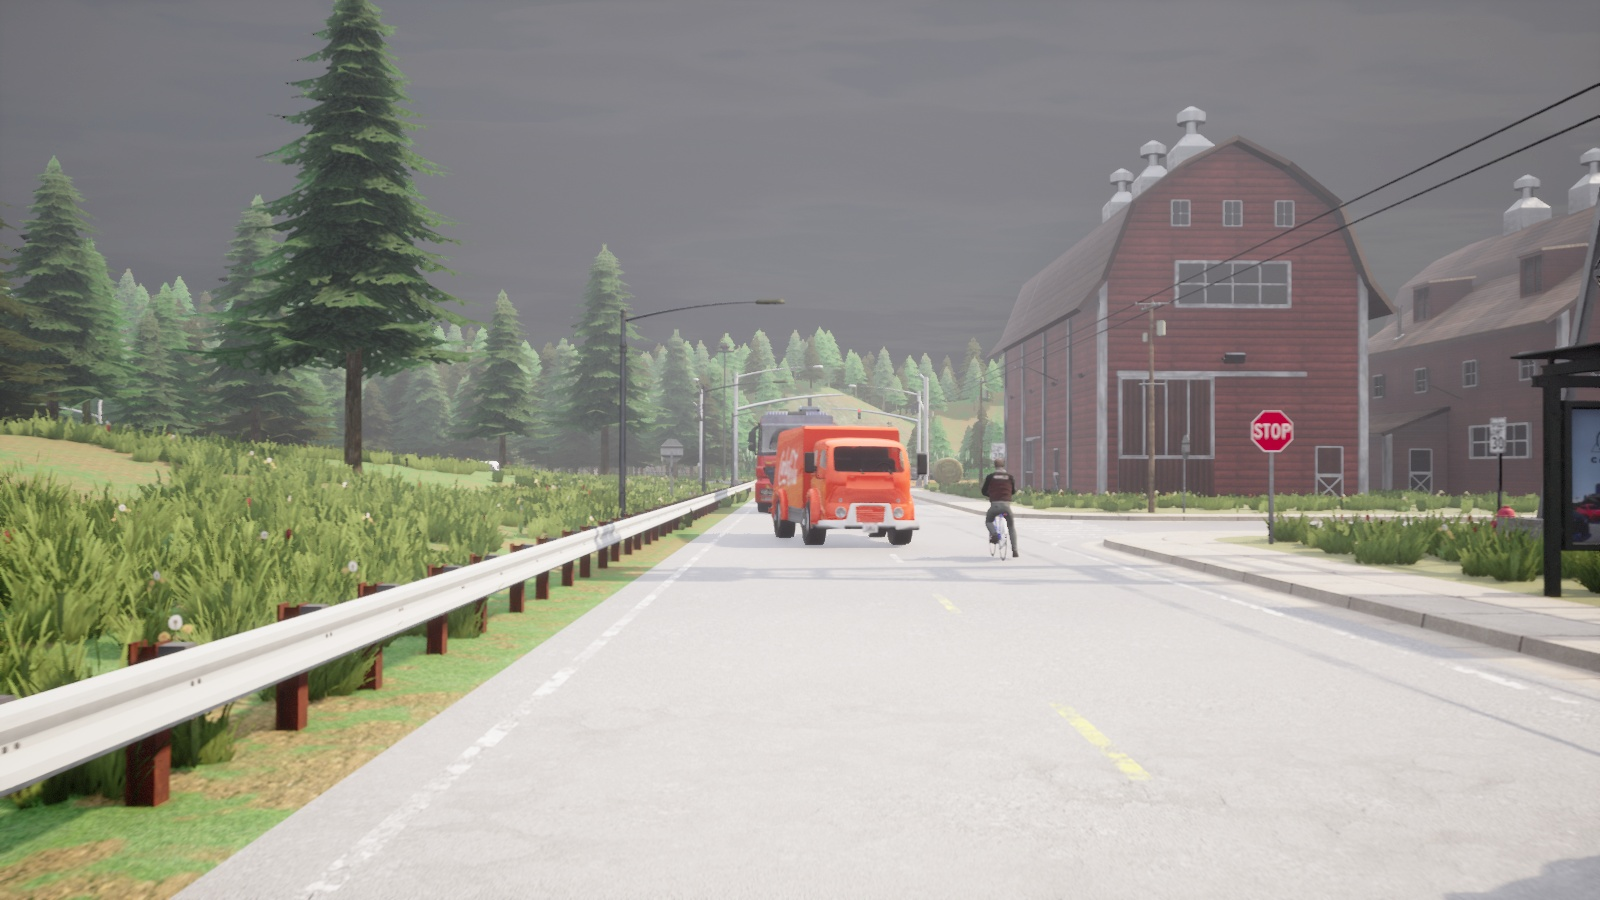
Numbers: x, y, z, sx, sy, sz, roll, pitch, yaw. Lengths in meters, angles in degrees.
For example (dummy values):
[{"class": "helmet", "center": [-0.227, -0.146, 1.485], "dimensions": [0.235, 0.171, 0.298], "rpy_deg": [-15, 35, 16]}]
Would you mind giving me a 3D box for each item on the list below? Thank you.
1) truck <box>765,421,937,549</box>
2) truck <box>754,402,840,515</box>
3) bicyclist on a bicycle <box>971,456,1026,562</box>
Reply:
[{"class": "truck", "center": [0.936, 0.727, 27.011], "dimensions": [2.627, 2.467, 5.204], "rpy_deg": [1, -1, -10]}, {"class": "truck", "center": [-0.112, 0.355, 47.101], "dimensions": [2.891, 3.827, 8.468], "rpy_deg": [0, -1, 0]}, {"class": "bicyclist on a bicycle", "center": [3.450, 0.998, 21.943], "dimensions": [0.659, 1.776, 1.843], "rpy_deg": [0, -1, 0]}]
